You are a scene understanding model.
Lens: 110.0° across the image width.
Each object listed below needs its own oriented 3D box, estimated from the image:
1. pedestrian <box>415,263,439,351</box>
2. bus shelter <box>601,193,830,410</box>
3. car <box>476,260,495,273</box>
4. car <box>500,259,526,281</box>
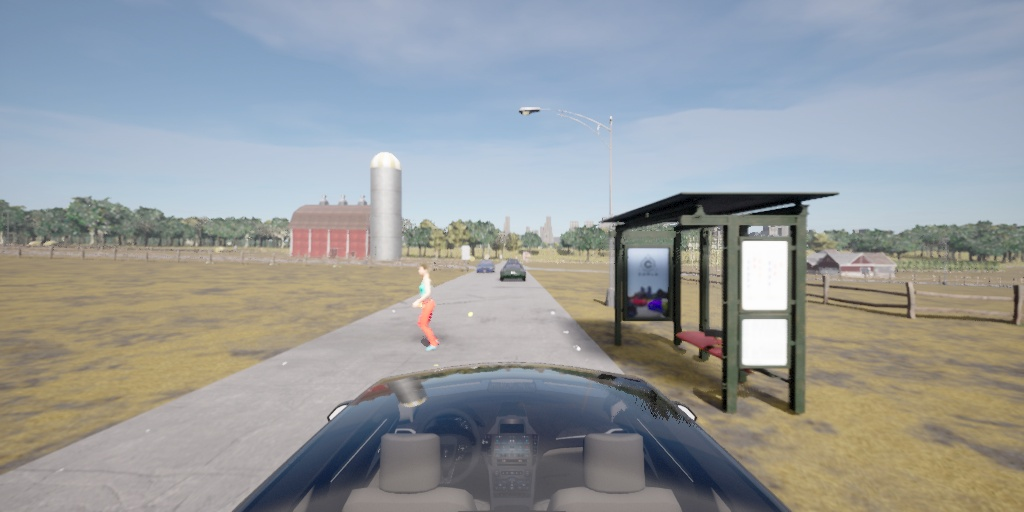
[{"bbox_3d":[-1.755,1.002,7.380,0.375,1.860,0.375,0,0,-15],"label":"pedestrian"},{"bbox_3d":[3.126,0.588,6.577,1.920,2.740,3.880,0,0,0],"label":"bus shelter"},{"bbox_3d":[-2.805,1.139,39.453,2.033,1.411,5.357,0,0,0],"label":"car"},{"bbox_3d":[0.089,1.171,28.177,1.994,1.385,4.181,0,0,0],"label":"car"}]
